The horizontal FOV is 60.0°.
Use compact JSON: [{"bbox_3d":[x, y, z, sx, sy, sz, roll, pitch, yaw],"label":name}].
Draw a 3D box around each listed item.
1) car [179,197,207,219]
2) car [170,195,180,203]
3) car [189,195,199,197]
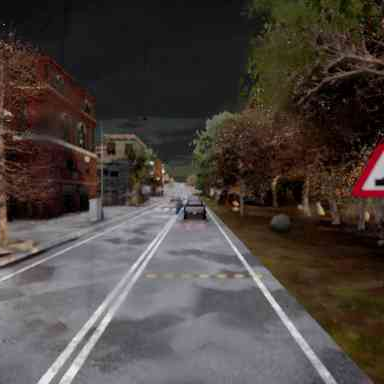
[{"bbox_3d":[0.233,1.430,28.588,2.128,1.511,4.902,0,0,1],"label":"car"},{"bbox_3d":[-3.069,1.323,62.850,1.994,1.385,4.181,0,0,1],"label":"car"},{"bbox_3d":[0.289,1.218,45.007,2.097,1.767,4.553,0,0,0],"label":"car"}]
